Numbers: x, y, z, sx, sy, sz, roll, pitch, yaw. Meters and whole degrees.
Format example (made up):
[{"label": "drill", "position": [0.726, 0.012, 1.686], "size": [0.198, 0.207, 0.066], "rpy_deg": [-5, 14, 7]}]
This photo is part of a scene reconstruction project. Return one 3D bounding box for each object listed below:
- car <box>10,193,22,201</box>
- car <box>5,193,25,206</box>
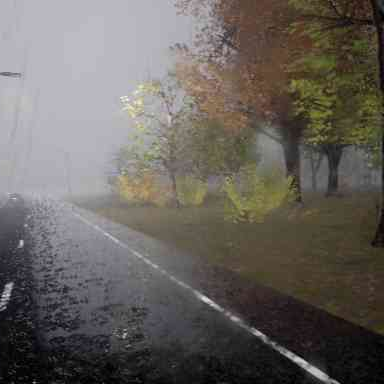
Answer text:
[{"label": "car", "position": [-33.834, 0.962, 63.886], "size": [1.812, 1.442, 4.674], "rpy_deg": [-3, 2, -31]}, {"label": "car", "position": [-24.698, 1.066, 46.966], "size": [2.128, 1.511, 4.902], "rpy_deg": [-3, 2, -27]}]
